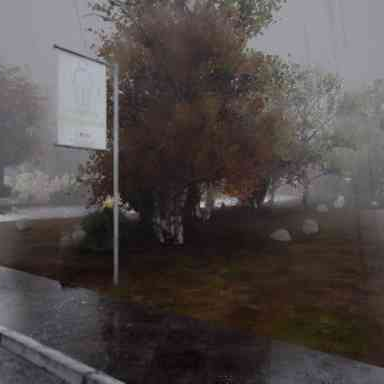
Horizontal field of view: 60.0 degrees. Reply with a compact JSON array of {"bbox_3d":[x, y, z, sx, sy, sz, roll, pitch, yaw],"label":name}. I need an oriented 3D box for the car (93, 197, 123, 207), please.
[{"bbox_3d":[-11.358,1.467,45.796,1.882,1.535,5.008,0,0,38],"label":"car"}]

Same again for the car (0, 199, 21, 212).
[{"bbox_3d":[-22.112,1.527,37.857,1.837,1.490,4.892,0,0,39],"label":"car"}]
